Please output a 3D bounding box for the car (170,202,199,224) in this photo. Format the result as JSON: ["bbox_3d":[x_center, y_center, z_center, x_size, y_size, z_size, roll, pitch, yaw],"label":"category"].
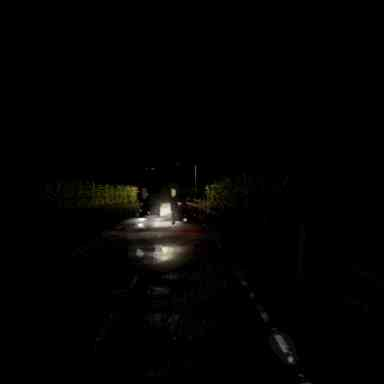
[{"bbox_3d":[-0.579,1.637,25.007,1.895,1.301,4.718,0,0,-3],"label":"car"}]

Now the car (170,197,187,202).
[{"bbox_3d":[-1.624,1.423,40.972,2.097,1.767,4.553,0,0,-4],"label":"car"}]

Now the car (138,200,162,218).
[{"bbox_3d":[-3.884,1.556,31.325,1.837,1.490,4.892,0,0,-4],"label":"car"}]
